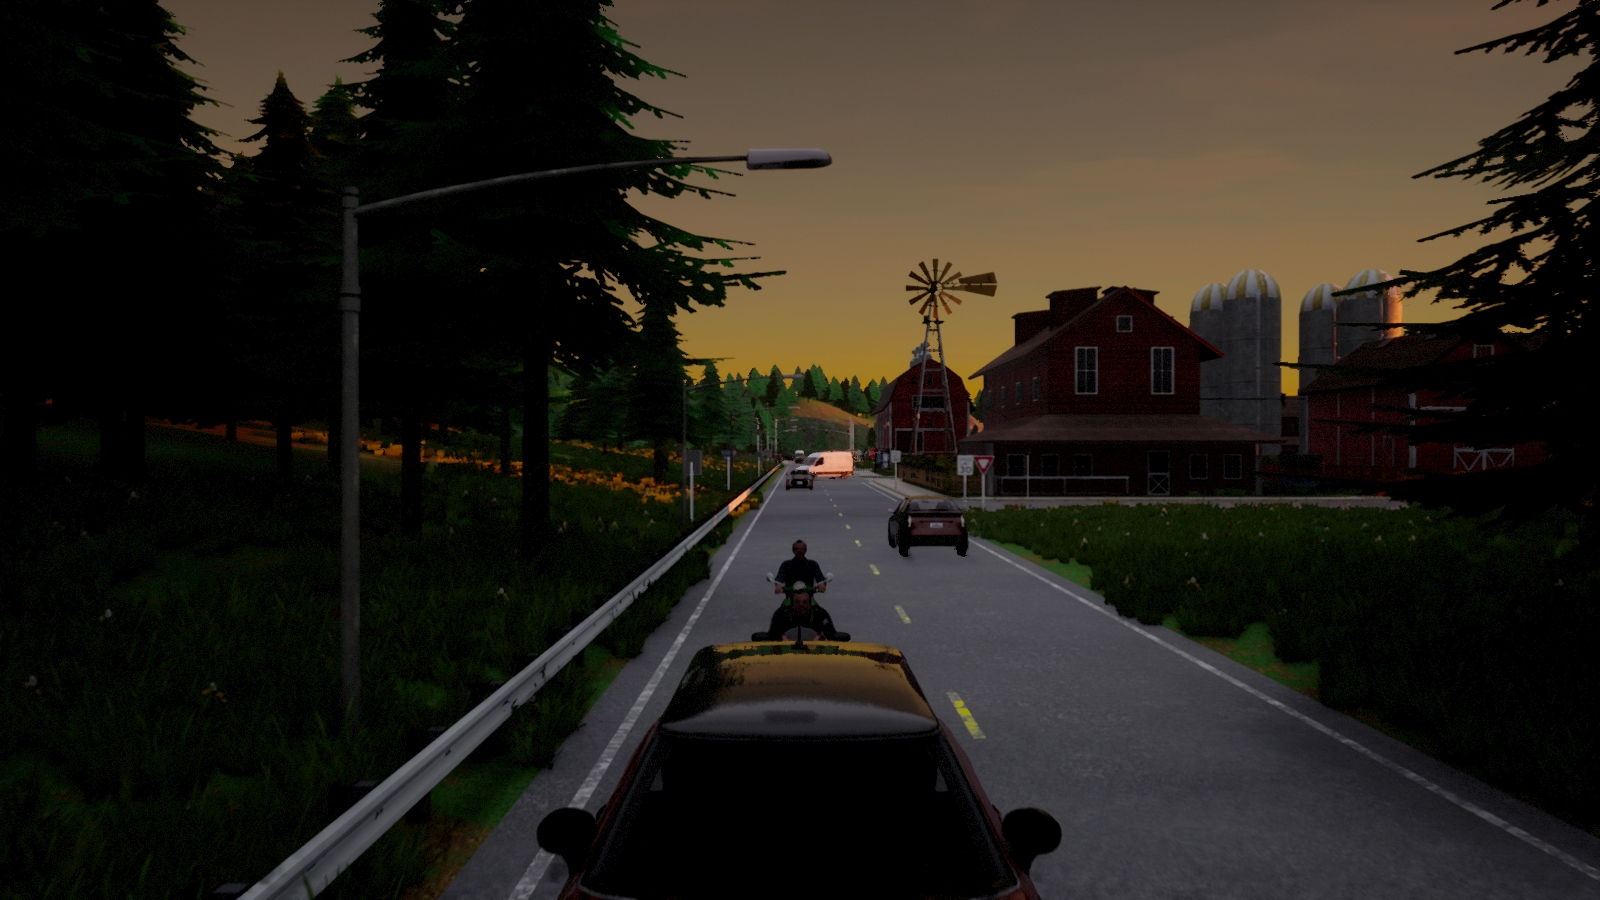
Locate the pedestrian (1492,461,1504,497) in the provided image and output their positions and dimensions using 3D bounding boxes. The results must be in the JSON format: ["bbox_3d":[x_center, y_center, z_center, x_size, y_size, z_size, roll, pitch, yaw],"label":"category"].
[{"bbox_3d":[36.092,1.511,59.059,0.375,1.860,0.375,0,0,-21],"label":"pedestrian"}]

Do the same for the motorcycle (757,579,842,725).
[{"bbox_3d":[-0.005,2.194,12.809,0.867,1.251,2.209,0,0,0],"label":"motorcycle"}]

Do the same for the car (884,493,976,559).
[{"bbox_3d":[3.485,2.015,31.379,2.007,1.525,4.514,0,0,0],"label":"car"}]

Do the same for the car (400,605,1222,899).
[{"bbox_3d":[0.028,1.901,5.190,2.097,1.767,4.553,0,0,0],"label":"car"}]

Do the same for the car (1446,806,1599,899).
[{"bbox_3d":[3.476,2.060,1.825,2.163,1.488,4.792,0,0,0],"label":"car"}]
